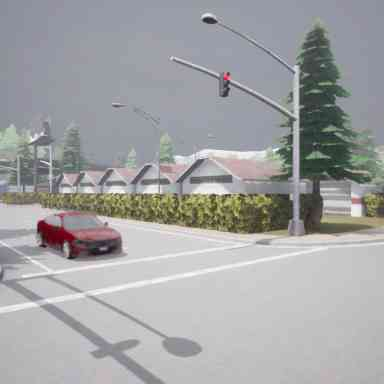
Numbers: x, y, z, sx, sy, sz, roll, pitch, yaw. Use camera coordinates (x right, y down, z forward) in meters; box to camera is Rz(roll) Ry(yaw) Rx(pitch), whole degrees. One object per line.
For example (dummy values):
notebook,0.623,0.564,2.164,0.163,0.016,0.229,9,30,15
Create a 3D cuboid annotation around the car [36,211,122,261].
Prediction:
car,-4.453,1.527,12.732,1.882,1.535,5.008,0,1,-40
